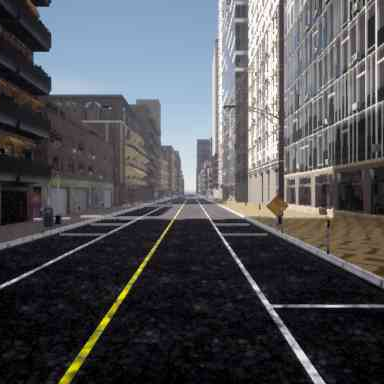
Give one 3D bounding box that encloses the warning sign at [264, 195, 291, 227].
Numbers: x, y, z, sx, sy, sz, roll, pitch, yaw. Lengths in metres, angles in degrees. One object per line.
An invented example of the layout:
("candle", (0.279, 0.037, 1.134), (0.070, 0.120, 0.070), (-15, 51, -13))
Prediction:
("warning sign", (5.067, 1.114, 19.743), (1.300, 1.860, 1.060), (0, 0, 0))
